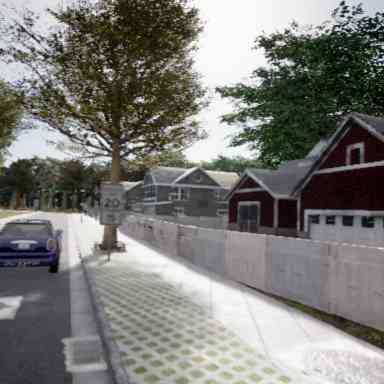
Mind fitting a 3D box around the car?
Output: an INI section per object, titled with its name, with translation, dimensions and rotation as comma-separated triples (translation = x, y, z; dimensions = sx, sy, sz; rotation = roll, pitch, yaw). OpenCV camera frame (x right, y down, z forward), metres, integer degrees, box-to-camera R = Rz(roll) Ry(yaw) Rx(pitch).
[car]
translation = -5.999, 1.789, 12.391
dimensions = 2.097, 1.767, 4.553
rotation = 3, -3, -20
